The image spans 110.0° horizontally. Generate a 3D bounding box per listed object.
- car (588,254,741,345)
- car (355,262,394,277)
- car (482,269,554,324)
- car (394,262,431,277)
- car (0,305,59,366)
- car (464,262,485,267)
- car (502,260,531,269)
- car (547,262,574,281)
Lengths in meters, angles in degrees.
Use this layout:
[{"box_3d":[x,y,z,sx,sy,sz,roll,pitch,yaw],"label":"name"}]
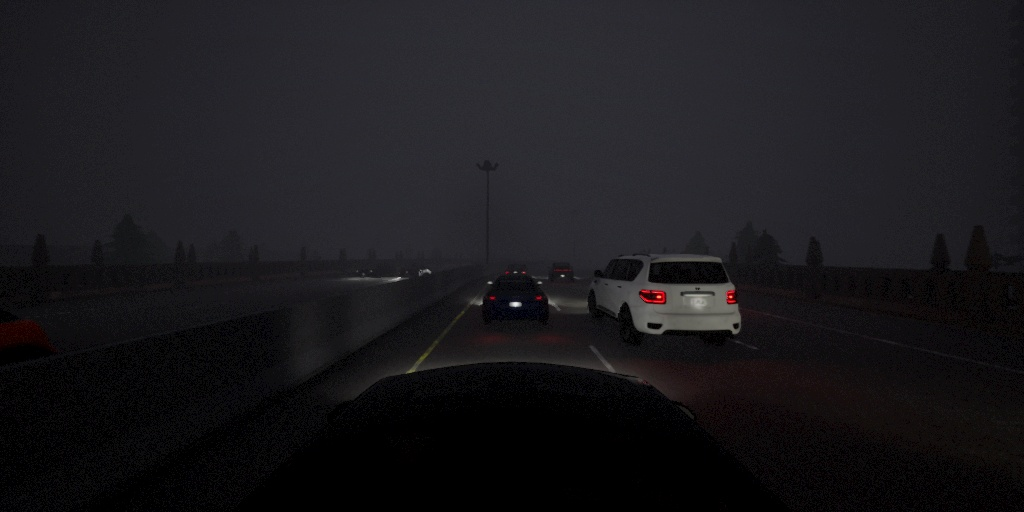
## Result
[{"box_3d":[3.598,0.971,9.621,2.150,2.045,5.566,0,0,0],"label":"car"},{"box_3d":[-13.181,1.300,35.220,2.033,1.411,5.357,0,0,7],"label":"car"},{"box_3d":[0.101,1.314,11.979,1.994,1.385,4.181,0,0,0],"label":"car"},{"box_3d":[-9.555,1.316,35.443,1.994,1.385,4.181,0,0,8],"label":"car"},{"box_3d":[-7.096,1.103,2.782,2.097,1.767,4.553,0,0,0],"label":"car"},{"box_3d":[-4.427,1.352,44.660,1.895,1.301,4.718,0,0,13],"label":"car"},{"box_3d":[0.484,1.298,29.678,2.033,1.411,5.357,0,0,5],"label":"car"},{"box_3d":[4.046,1.255,29.679,1.837,1.490,4.892,0,0,5],"label":"car"}]
